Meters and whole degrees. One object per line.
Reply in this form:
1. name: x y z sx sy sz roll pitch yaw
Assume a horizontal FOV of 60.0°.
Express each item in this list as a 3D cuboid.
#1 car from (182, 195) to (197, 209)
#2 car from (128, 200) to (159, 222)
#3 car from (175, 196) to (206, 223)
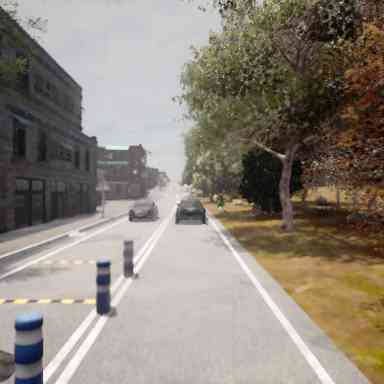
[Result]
1. car: -0.362 1.225 42.513 1.837 1.490 4.892 0 0 -1
2. car: -3.563 1.357 24.975 1.837 1.490 4.892 0 0 -1
3. car: -0.106 1.211 24.199 2.097 1.767 4.553 0 0 -1
